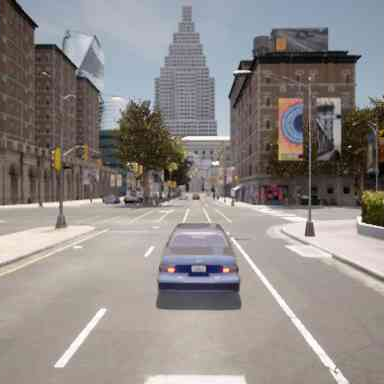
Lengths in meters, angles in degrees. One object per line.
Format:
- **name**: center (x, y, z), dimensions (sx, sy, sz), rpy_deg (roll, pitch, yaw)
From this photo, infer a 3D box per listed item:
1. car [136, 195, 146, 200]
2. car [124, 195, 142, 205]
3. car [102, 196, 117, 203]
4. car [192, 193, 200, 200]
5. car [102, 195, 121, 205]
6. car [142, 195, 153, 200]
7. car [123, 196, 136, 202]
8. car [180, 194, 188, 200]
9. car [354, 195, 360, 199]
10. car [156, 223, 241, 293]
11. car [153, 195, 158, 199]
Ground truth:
- **car**: center (-13.845, 1.545, 89.918), dimensions (1.895, 1.301, 4.718), rpy_deg (0, 0, 1)
- **car**: center (-10.806, 1.572, 59.420), dimensions (1.895, 1.301, 4.718), rpy_deg (0, 0, 1)
- **car**: center (-17.357, 1.561, 69.885), dimensions (1.895, 1.301, 4.718), rpy_deg (0, 0, 1)
- **car**: center (1.158, 1.306, 90.062), dimensions (2.097, 1.767, 4.553), rpy_deg (0, 0, 1)
- **car**: center (-14.298, 1.323, 59.735), dimensions (2.097, 1.767, 4.553), rpy_deg (0, 0, 1)
- **car**: center (-10.545, 1.559, 74.593), dimensions (1.895, 1.301, 4.718), rpy_deg (0, 0, 1)
- **car**: center (-14.044, 1.516, 74.722), dimensions (1.994, 1.385, 4.181), rpy_deg (0, 0, 1)
- **car**: center (-2.342, 1.475, 90.138), dimensions (1.812, 1.442, 4.674), rpy_deg (0, 0, 1)
- **car**: center (35.352, 1.446, 70.593), dimensions (2.231, 1.521, 4.892), rpy_deg (0, 0, 1)
- **car**: center (0.176, 1.543, 8.984), dimensions (2.033, 1.411, 5.357), rpy_deg (0, 0, 1)
- **car**: center (-10.345, 1.427, 89.909), dimensions (1.882, 1.535, 5.008), rpy_deg (0, 0, 1)
